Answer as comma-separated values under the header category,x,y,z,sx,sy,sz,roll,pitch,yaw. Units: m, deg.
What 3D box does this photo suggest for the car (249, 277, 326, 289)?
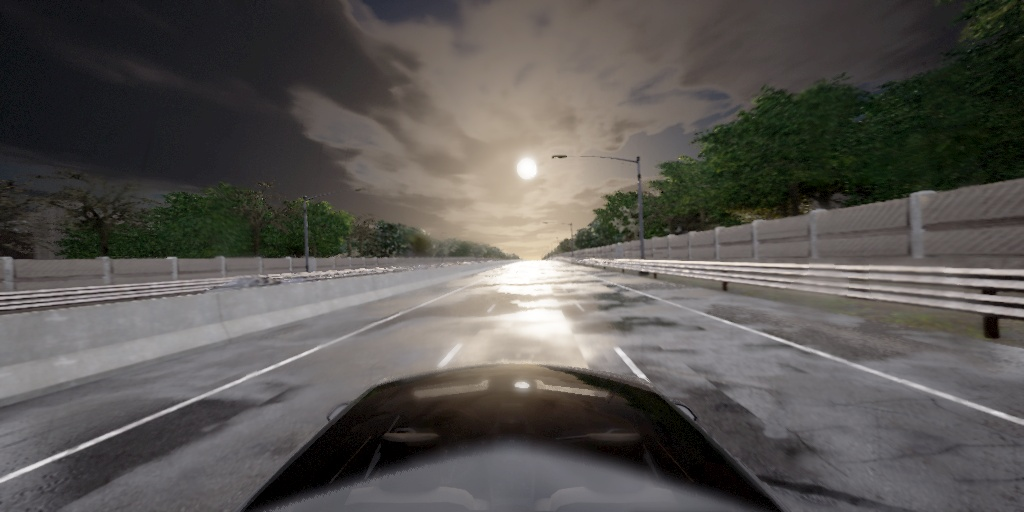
category,x,y,z,sx,sy,sz,roll,pitch,yaw
car,-12.716,1.992,21.790,2.033,1.411,5.357,-3,0,4

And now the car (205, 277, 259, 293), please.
category,x,y,z,sx,sy,sz,roll,pitch,yaw
car,-16.204,2.089,22.003,2.128,1.511,4.902,-3,0,4

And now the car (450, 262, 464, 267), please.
category,x,y,z,sx,sy,sz,roll,pitch,yaw
car,-9.755,1.922,64.082,2.097,1.767,4.553,-3,0,4
